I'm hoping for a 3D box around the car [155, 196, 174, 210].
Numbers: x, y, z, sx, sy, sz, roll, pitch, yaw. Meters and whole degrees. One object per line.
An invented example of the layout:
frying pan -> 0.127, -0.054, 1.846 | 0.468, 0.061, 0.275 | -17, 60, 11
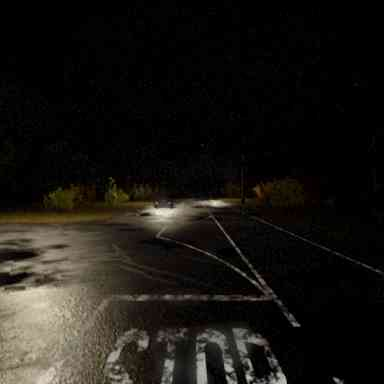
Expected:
car -> -3.407, 1.292, 41.532 | 2.097, 1.767, 4.553 | 0, 0, 0
